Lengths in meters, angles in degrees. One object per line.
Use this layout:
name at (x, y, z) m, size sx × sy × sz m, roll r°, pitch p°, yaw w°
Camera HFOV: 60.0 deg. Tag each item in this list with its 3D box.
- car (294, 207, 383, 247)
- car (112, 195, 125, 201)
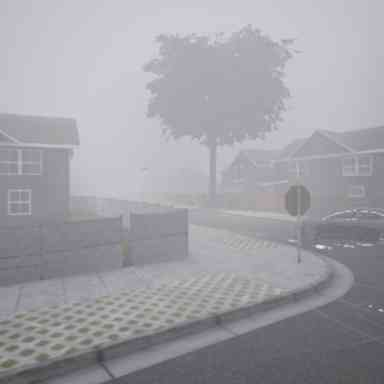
car at (6.770, 1.387, 13.888) m, size 4.902 × 1.511 × 2.128 m, roll -1°, pitch 2°, yaw 40°
car at (-11.839, 1.284, 52.753) m, size 1.812 × 1.442 × 4.674 m, roll 0°, pitch 0°, yaw -23°
